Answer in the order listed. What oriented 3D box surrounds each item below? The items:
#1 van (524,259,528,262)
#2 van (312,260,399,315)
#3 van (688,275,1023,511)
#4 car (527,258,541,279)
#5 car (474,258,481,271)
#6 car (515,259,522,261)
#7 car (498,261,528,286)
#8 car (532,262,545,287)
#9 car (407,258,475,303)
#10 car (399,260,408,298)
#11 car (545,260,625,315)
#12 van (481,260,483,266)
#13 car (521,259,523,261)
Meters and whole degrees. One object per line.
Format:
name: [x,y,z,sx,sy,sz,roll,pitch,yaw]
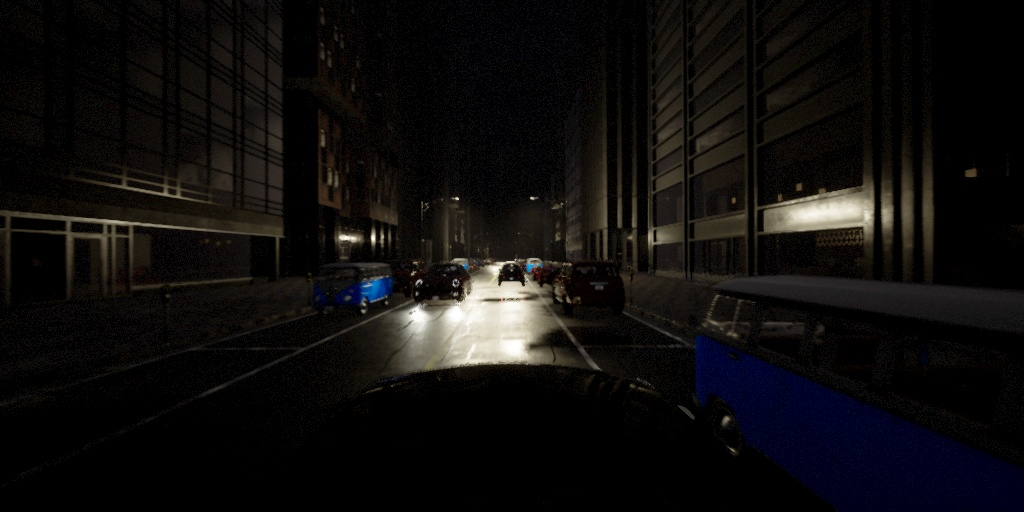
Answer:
van: [2.538,1.164,41.592,1.690,1.789,3.998,0,0,0]
van: [-5.817,1.142,13.485,1.690,1.789,3.998,0,0,0]
van: [2.775,1.079,2.329,1.690,1.789,3.998,0,0,0]
car: [2.606,1.238,30.374,1.967,1.591,4.097,0,0,0]
car: [-6.055,1.328,52.751,1.967,1.591,4.097,0,0,0]
car: [-0.142,1.364,42.635,1.812,1.442,4.674,0,0,-1]
car: [-0.045,1.327,26.100,1.812,1.442,4.674,0,0,0]
car: [2.640,1.331,24.765,1.888,1.381,4.507,0,0,0]
car: [-3.166,1.148,17.062,2.097,1.767,4.553,0,0,0]
car: [-5.851,1.128,19.094,2.192,1.841,5.009,0,0,0]
car: [2.708,1.076,13.547,2.192,1.841,5.009,0,0,0]
van: [-6.089,1.241,58.360,1.690,1.789,3.998,0,0,0]
car: [2.504,1.381,47.201,1.888,1.381,4.507,0,0,0]
